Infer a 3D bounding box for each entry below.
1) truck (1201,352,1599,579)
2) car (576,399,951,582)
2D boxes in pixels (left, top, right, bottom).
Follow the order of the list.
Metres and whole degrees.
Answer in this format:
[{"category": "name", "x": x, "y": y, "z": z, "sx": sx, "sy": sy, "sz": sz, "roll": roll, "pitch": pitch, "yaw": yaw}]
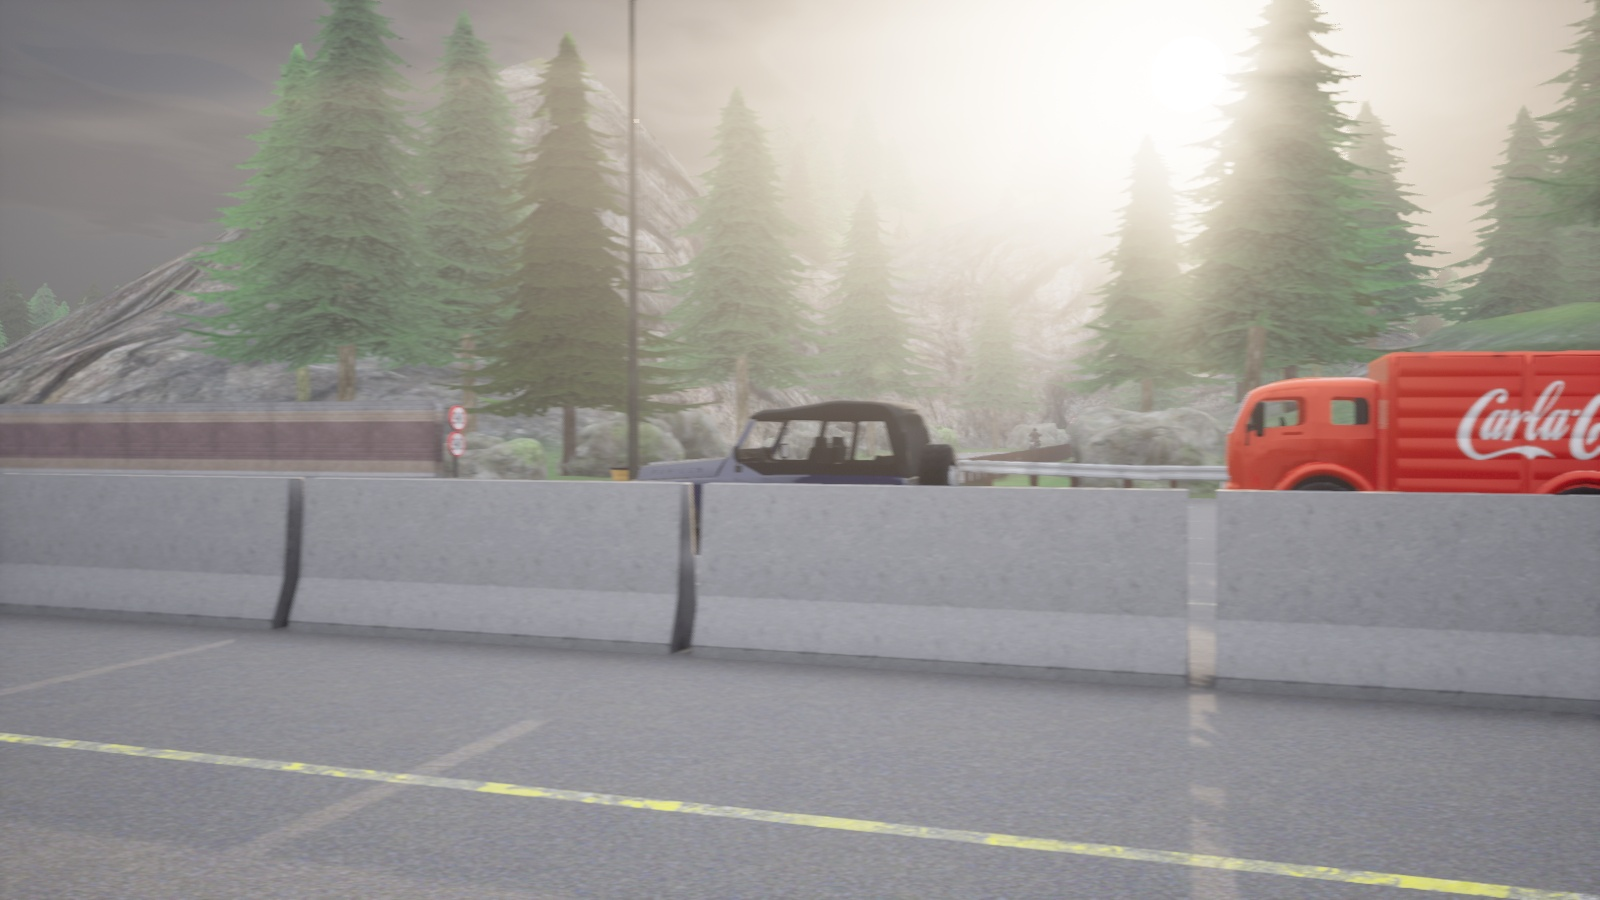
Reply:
[{"category": "truck", "x": 7.678, "y": 0.129, "z": 15.372, "sx": 5.204, "sy": 2.467, "sz": 2.627, "roll": 1, "pitch": 1, "yaw": 19}, {"category": "car", "x": -0.382, "y": 0.377, "z": 14.395, "sx": 3.866, "sy": 1.878, "sz": 1.905, "roll": 1, "pitch": 1, "yaw": 19}]
